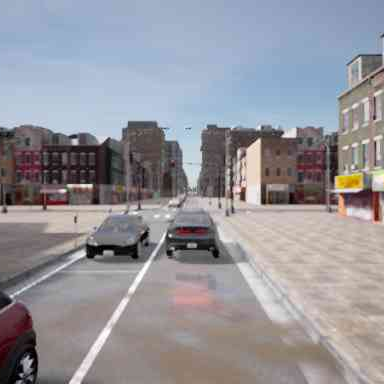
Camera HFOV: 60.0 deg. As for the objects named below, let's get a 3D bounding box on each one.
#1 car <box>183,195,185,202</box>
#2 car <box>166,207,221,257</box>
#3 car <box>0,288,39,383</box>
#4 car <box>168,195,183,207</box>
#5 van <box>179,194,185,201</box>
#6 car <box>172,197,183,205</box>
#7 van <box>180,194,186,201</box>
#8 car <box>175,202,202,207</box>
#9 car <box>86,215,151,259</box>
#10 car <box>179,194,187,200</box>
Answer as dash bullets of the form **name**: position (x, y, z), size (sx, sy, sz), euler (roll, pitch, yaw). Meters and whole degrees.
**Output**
- **car**: position (-2.640, 1.587, 56.058), size (1.887, 1.381, 4.507), euler (0, 0, 0)
- **car**: position (0.058, 1.497, 12.914), size (1.837, 1.490, 4.892), euler (0, -1, 1)
- **car**: position (-2.630, 1.439, 1.923), size (1.967, 1.590, 4.097), euler (1, 0, 0)
- **car**: position (-2.639, 1.557, 50.284), size (1.752, 1.417, 4.829), euler (0, 0, 0)
- **van**: position (-2.644, 1.482, 89.692), size (1.690, 1.788, 3.998), euler (0, 0, 0)
- **car**: position (-2.641, 1.637, 61.664), size (1.802, 1.307, 4.206), euler (0, 0, 0)
- **van**: position (-2.645, 1.502, 95.297), size (1.690, 1.788, 3.998), euler (0, 0, 0)
- **car**: position (0.027, 1.601, 23.577), size (1.895, 1.301, 4.718), euler (0, 0, 1)
- **car**: position (-2.633, 1.562, 12.684), size (1.947, 1.339, 4.313), euler (0, 0, 0)
- **car**: position (-2.642, 1.526, 72.875), size (1.967, 1.590, 4.097), euler (0, 0, 0)
